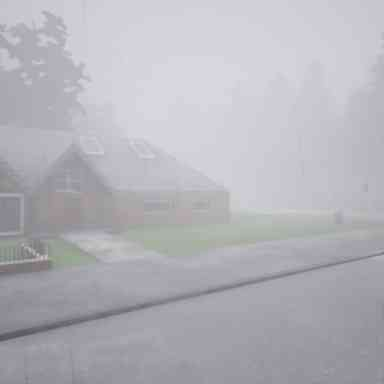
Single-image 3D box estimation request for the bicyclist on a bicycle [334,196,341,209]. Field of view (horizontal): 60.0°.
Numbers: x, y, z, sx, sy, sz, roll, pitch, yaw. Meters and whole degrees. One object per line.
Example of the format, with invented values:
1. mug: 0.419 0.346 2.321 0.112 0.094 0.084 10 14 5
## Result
1. bicyclist on a bicycle: 18.459 1.355 42.140 1.656 1.620 0.582 0 0 -35
